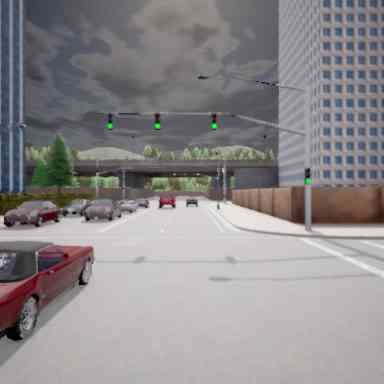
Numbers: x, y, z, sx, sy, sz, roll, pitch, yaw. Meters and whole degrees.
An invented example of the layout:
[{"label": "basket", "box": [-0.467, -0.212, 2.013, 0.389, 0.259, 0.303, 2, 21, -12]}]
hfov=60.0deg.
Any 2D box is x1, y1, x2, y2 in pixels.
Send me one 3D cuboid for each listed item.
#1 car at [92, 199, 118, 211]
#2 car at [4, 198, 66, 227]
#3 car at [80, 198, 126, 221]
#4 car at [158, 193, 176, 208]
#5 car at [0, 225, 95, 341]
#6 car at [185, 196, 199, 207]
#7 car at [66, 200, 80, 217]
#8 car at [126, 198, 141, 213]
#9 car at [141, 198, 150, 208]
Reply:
[{"label": "car", "box": [-10.551, 1.569, 40.646, 1.895, 1.301, 4.718, 0, 0, 1]}, {"label": "car", "box": [-10.600, 1.334, 22.462, 2.097, 1.767, 4.553, 0, 0, 0]}, {"label": "car", "box": [-7.096, 1.331, 26.943, 2.097, 1.767, 4.553, 0, 0, 0]}, {"label": "car", "box": [-3.420, 1.186, 46.540, 2.150, 2.045, 5.566, 0, 0, 0]}, {"label": "car", "box": [-3.400, 1.596, 6.437, 1.895, 1.301, 4.718, 0, 0, 0]}, {"label": "car", "box": [-0.003, 1.465, 51.618, 1.837, 1.490, 4.892, 0, 0, 0]}, {"label": "car", "box": [-10.591, 1.467, 31.422, 2.128, 1.511, 4.902, 0, 0, 0]}, {"label": "car", "box": [-7.079, 1.573, 35.926, 1.895, 1.301, 4.718, 0, 0, 0]}, {"label": "car", "box": [-7.002, 1.528, 45.973, 1.994, 1.385, 4.181, 0, 0, 0]}]
